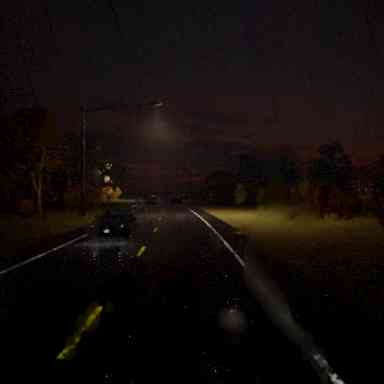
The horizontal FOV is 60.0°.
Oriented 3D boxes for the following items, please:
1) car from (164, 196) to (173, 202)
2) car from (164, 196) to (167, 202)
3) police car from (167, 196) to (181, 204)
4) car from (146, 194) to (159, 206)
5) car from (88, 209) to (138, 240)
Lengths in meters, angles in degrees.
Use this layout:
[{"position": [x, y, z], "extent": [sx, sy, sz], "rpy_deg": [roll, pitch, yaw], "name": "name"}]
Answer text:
[{"position": [-5.758, 1.624, 81.194], "extent": [1.812, 1.442, 4.674], "rpy_deg": [0, 0, -9], "name": "car"}, {"position": [-4.802, 1.577, 75.236], "extent": [1.882, 1.535, 5.008], "rpy_deg": [0, 0, -9], "name": "car"}, {"position": [-3.386, 1.517, 65.392], "extent": [1.930, 1.638, 5.238], "rpy_deg": [0, 0, -8], "name": "police car"}, {"position": [-7.223, 1.569, 59.040], "extent": [1.882, 1.535, 5.008], "rpy_deg": [0, 0, -6], "name": "car"}, {"position": [-3.974, 1.600, 17.228], "extent": [1.994, 1.385, 4.181], "rpy_deg": [0, 0, -2], "name": "car"}]
